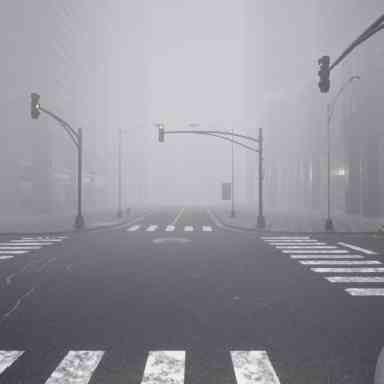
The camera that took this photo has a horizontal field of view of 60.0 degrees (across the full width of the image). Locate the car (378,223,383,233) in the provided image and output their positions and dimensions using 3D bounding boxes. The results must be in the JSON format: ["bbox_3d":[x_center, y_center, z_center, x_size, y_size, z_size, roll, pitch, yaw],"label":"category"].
[{"bbox_3d":[11.754,1.564,16.231,4.829,1.417,1.752,0,-1,0],"label":"car"}]
